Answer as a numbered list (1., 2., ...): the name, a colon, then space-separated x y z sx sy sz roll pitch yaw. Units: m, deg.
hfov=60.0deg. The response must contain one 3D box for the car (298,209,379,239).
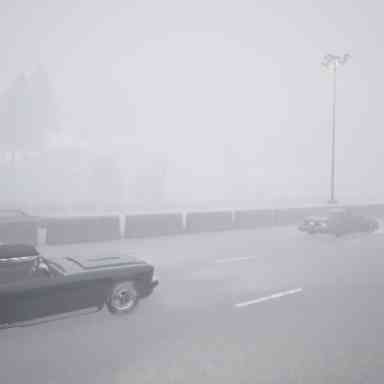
1. car: 8.018 1.630 18.050 5.357 1.411 2.033 0 0 -35

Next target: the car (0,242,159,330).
1. car: -2.999 1.608 5.907 4.718 1.301 1.895 1 0 -35

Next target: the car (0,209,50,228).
1. car: -10.385 1.616 18.078 4.718 1.301 1.895 1 0 -35

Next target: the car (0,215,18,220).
1. car: -6.809 1.481 7.491 4.902 1.511 2.128 1 0 -35
